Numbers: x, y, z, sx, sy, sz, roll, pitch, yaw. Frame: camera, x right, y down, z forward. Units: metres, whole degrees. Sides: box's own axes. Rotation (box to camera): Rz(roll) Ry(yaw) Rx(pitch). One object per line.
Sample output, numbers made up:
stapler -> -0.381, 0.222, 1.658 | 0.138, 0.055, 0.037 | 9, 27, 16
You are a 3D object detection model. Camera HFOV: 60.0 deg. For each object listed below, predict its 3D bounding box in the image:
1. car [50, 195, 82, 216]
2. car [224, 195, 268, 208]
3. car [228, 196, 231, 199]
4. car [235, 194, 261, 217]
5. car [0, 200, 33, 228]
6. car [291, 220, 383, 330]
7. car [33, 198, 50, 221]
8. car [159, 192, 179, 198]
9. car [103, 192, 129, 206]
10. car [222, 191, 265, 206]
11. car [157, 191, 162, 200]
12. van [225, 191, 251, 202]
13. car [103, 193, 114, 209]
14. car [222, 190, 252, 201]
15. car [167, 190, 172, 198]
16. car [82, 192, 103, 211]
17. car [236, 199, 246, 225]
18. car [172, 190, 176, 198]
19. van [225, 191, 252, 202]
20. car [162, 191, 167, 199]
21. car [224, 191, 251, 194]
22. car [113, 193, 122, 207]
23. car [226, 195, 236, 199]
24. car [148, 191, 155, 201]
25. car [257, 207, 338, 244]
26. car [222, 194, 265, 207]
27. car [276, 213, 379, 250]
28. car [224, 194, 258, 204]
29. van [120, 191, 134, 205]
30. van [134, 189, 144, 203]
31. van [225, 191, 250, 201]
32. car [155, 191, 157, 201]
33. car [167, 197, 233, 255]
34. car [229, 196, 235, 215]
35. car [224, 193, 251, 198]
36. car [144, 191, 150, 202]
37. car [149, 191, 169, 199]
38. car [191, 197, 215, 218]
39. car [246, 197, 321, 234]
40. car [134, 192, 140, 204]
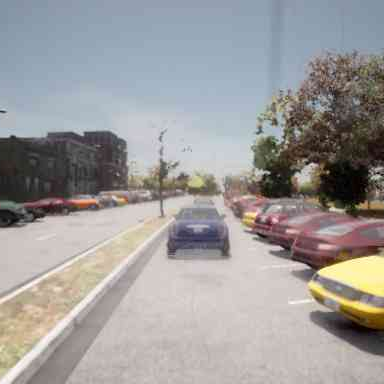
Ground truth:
car -> -12.461, 1.282, 28.931 | 5.008, 1.535, 2.097 | -1, 1, -17
car -> 6.763, 1.177, 41.635 | 4.892, 1.521, 2.231 | 1, 0, -15
car -> 5.660, 1.315, 26.838 | 4.792, 1.488, 2.163 | 1, 1, -16
car -> 5.408, 1.205, 20.941 | 4.553, 1.767, 2.185 | 1, 1, -17
car -> -12.940, 1.091, 19.897 | 5.566, 2.045, 2.435 | -1, 0, -18
car -> 4.727, 1.434, 6.075 | 5.366, 1.575, 1.946 | 1, 1, -19
car -> -12.821, 1.323, 22.904 | 5.008, 1.535, 2.097 | -1, 0, -17
car -> -6.643, 0.790, 94.888 | 5.366, 1.575, 1.946 | -1, 1, -14
car -> -11.483, 1.180, 43.931 | 5.366, 1.575, 1.946 | -1, 1, -15
car -> 7.321, 0.882, 47.561 | 5.566, 2.045, 2.435 | 1, 0, -15
car -> -9.384, 0.779, 64.941 | 5.566, 2.045, 2.435 | -1, 1, -15
van -> 8.561, 0.797, 62.335 | 4.442, 1.987, 1.878 | 1, 1, -15
car -> -11.800, 1.222, 37.974 | 4.892, 1.521, 2.231 | -1, 1, -15
car -> 9.254, 0.730, 68.304 | 5.566, 2.045, 2.435 | 1, 0, -15
car -> -8.202, 0.693, 76.938 | 5.566, 2.045, 2.435 | -1, 0, -15
car -> -12.023, 1.115, 34.961 | 4.553, 1.767, 2.185 | -1, 1, -16
car -> 5.421, 1.350, 18.038 | 5.366, 1.575, 1.946 | 1, 0, -17
car -> -7.354, 0.881, 85.915 | 5.008, 1.535, 2.097 | -1, 0, -14
van -> 8.286, 0.819, 59.369 | 4.442, 1.987, 1.878 | 1, 1, -15
car -> -8.769, 0.736, 70.951 | 5.566, 2.045, 2.435 | -1, 0, -15
car -> 6.495, 1.072, 38.669 | 4.553, 1.767, 2.185 | 1, 0, -15
car -> -11.574, 1.200, 40.984 | 5.008, 1.535, 2.097 | -1, 0, -15
car -> 5.904, 1.294, 29.822 | 4.792, 1.488, 2.163 | 1, 0, -16
car -> -9.948, 0.823, 58.960 | 5.566, 2.045, 2.435 | -1, 1, -15
car -> 5.032, 1.435, 12.061 | 4.674, 1.452, 2.002 | 1, 0, -18
car -> 6.848, 1.150, 44.540 | 5.366, 1.575, 1.946 | 1, 1, -15
car -> 4.957, 1.457, 9.101 | 4.674, 1.452, 2.002 | 1, 0, -18
car -> 7.869, 1.119, 53.489 | 4.792, 1.488, 2.163 | 1, 0, -15
van -> -10.928, 0.931, 47.019 | 4.442, 1.987, 1.878 | -1, 0, -15
van -> -10.374, 0.888, 53.018 | 4.442, 1.987, 1.878 | -1, 0, -15
van -> 8.836, 0.776, 65.299 | 4.442, 1.987, 1.878 | 1, 1, -15
car -> -9.640, 1.052, 61.965 | 5.008, 1.535, 2.097 | -1, 0, -15
car -> 0.292, 1.258, 13.015 | 2.097, 1.767, 4.553 | 0, 0, 2
car -> 5.516, 1.307, 23.896 | 5.008, 1.535, 2.097 | 1, 0, -17
car -> 6.282, 1.220, 35.721 | 5.008, 1.535, 2.097 | 1, 0, -15
car -> -10.203, 1.095, 55.981 | 5.008, 1.535, 2.097 | -1, 0, -15
car -> -7.905, 0.798, 79.921 | 4.553, 1.767, 2.185 | -1, 1, -15
car -> 1.075, 1.268, 29.314 | 1.882, 1.535, 5.008 | 0, 1, 4
car -> 5.103, 1.248, 15.011 | 4.553, 1.767, 2.185 | 1, 0, -18
car -> -10.789, 1.167, 49.976 | 4.792, 1.488, 2.163 | -1, 1, -15
